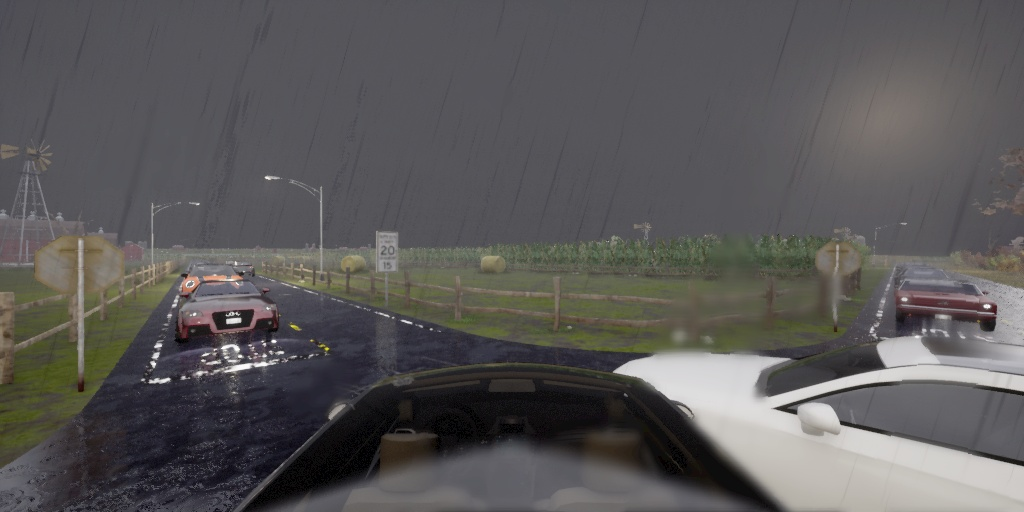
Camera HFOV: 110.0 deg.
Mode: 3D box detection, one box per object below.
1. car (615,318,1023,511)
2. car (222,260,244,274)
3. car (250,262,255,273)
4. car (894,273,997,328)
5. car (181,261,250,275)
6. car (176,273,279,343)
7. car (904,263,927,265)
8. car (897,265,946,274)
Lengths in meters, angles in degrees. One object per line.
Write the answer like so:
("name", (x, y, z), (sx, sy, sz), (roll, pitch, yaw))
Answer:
("car", (2.842, 1.294, 2.347), (1.812, 1.442, 4.674), (0, 1, -44))
("car", (-33.625, 1.292, 43.170), (1.837, 1.490, 4.892), (0, 0, -41))
("car", (-26.918, 1.273, 35.700), (2.128, 1.511, 4.902), (0, 0, -41))
("car", (13.538, 1.394, 11.389), (4.718, 1.301, 1.895), (0, 1, -43))
("car", (-13.688, 1.136, 16.447), (2.097, 1.767, 4.553), (0, 0, -42))
("car", (-7.923, 1.353, 9.953), (1.994, 1.385, 4.181), (0, 0, -42))
("car", (27.393, 1.392, 24.182), (4.181, 1.385, 1.994), (0, 1, -43))
("car", (20.627, 1.357, 17.940), (5.357, 1.411, 2.033), (0, 1, -43))
